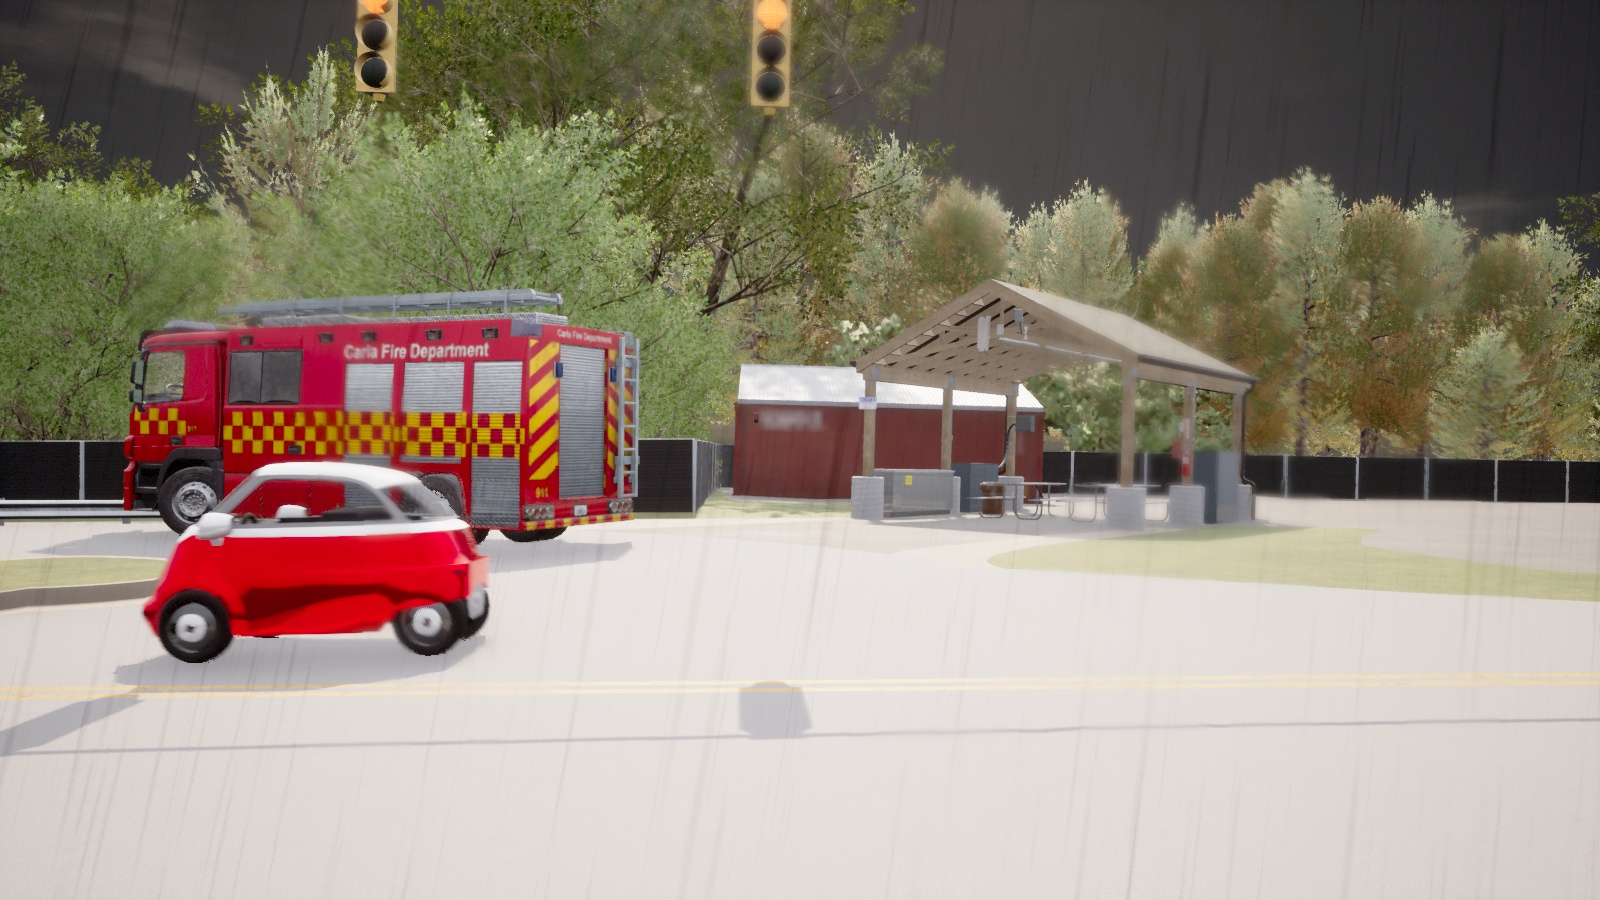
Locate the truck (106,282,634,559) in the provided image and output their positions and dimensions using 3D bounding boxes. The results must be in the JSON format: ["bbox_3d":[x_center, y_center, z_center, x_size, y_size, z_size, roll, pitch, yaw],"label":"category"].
[{"bbox_3d":[-7.109,-0.474,20.463,8.468,3.827,2.891,1,1,25],"label":"truck"}]

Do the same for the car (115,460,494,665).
[{"bbox_3d":[-3.519,0.762,9.215,2.207,1.376,1.481,0,0,-1],"label":"car"}]
